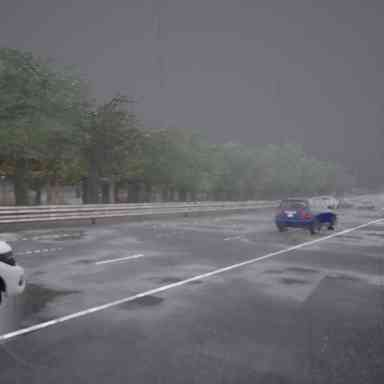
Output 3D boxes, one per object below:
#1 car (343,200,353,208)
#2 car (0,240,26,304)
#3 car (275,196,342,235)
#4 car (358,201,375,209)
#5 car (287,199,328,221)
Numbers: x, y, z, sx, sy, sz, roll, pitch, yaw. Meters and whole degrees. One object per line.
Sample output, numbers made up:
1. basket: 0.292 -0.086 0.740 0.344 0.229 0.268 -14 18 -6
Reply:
1. car: 26.725 2.102 57.952 1.994 1.385 4.181 0 0 35
2. car: -5.528 1.224 4.831 2.150 2.045 5.566 1 0 40
3. car: 7.031 1.385 20.234 2.150 2.045 5.566 1 0 38
4. car: 28.670 2.144 54.484 1.895 1.301 4.718 0 0 36
5. car: 10.601 1.583 30.301 2.097 1.767 4.553 0 0 38
